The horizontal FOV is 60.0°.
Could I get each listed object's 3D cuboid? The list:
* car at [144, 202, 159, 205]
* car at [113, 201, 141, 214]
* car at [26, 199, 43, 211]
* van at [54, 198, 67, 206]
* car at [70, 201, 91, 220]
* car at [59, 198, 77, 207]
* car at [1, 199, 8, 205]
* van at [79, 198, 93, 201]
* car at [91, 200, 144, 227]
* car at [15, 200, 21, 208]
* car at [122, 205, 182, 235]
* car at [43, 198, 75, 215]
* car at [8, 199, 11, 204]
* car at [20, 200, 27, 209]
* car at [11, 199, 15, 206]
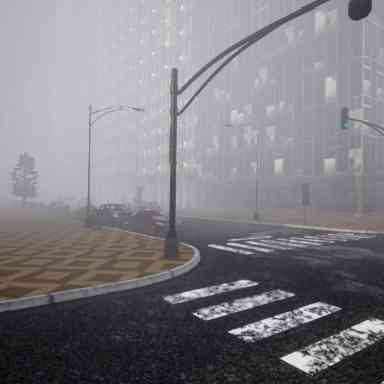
[{"bbox_3d":[-5.130,1.833,38.158,1.967,1.590,4.097,1,-1,-35],"label":"car"},{"bbox_3d":[-8.483,1.974,42.954,1.752,1.417,4.829,1,-1,-35],"label":"car"},{"bbox_3d":[-21.767,1.959,47.332,2.008,1.369,4.403,1,-1,-35],"label":"car"},{"bbox_3d":[-27.921,2.117,70.767,1.690,1.788,3.998,1,-1,-35],"label":"van"},{"bbox_3d":[-8.646,1.713,28.560,1.752,1.417,4.829,1,-1,-35],"label":"car"},{"bbox_3d":[-24.666,2.036,66.109,2.192,1.841,5.009,1,-1,-35],"label":"car"},{"bbox_3d":[-41.302,2.287,75.282,2.008,1.369,4.403,1,-1,-35],"label":"car"},{"bbox_3d":[-18.154,1.953,56.792,1.690,1.788,3.998,1,-1,-35],"label":"van"},{"bbox_3d":[-5.487,1.575,24.042,1.967,1.590,4.097,1,-1,-35],"label":"car"},{"bbox_3d":[-28.278,2.062,56.649,1.887,1.381,4.507,1,-1,-35],"label":"car"},{"bbox_3d":[-2.232,1.662,19.382,1.802,1.307,4.206,1,-1,-35],"label":"car"},{"bbox_3d":[-15.255,1.739,38.017,1.967,1.590,4.097,1,-1,-35],"label":"car"},{"bbox_3d":[-34.791,2.209,65.965,1.802,1.307,4.206,1,-1,-35],"label":"car"},{"bbox_3d":[-25.023,2.029,51.990,1.947,1.339,4.313,1,-1,-35],"label":"car"},{"bbox_3d":[-31.535,2.123,61.307,2.008,1.369,4.403,1,-1,-35],"label":"car"}]
